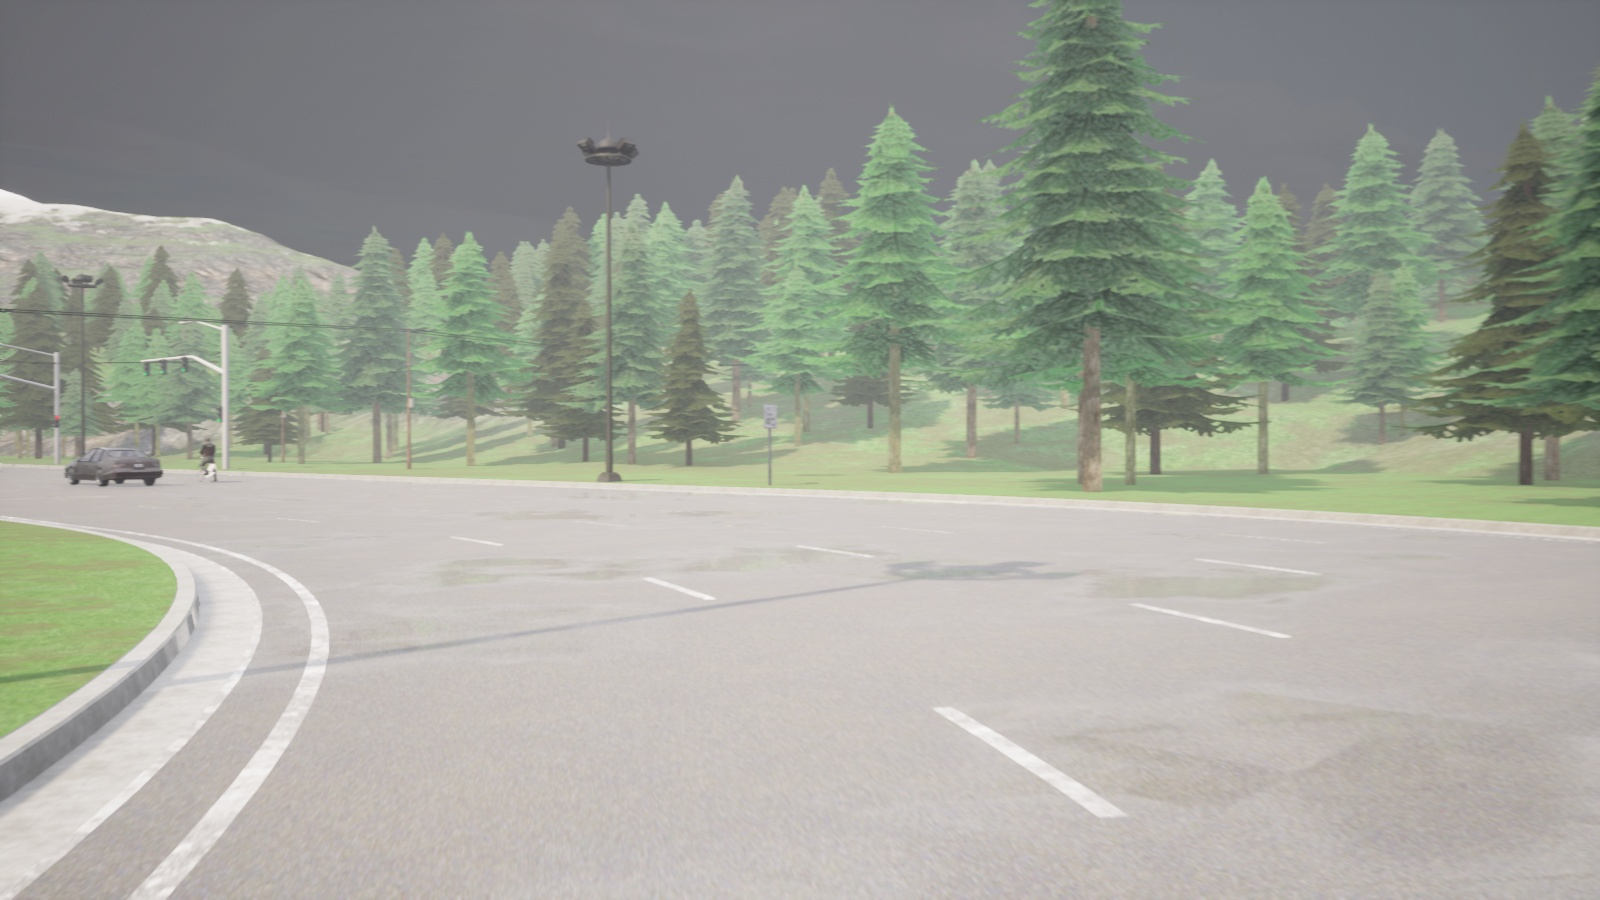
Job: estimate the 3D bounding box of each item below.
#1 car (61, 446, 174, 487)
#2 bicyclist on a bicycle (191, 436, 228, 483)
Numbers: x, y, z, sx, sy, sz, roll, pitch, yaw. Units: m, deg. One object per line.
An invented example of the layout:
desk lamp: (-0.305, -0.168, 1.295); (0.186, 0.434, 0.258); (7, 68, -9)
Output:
car: (-24.998, 0.549, 45.897); (5.357, 1.411, 2.033); (0, 0, 43)
bicyclist on a bicycle: (-22.955, 0.355, 48.777); (1.843, 1.776, 0.659); (1, 1, 43)
